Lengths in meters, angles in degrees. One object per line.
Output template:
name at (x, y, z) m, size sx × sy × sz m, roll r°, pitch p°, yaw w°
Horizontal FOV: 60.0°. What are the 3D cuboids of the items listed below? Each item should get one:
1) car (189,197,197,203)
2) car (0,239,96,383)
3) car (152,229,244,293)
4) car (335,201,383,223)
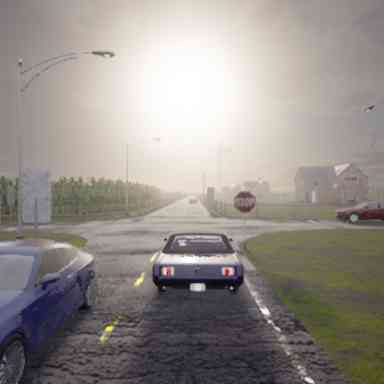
car at (0.268, 1.914, 78.684) m, size 2.128 × 1.511 × 4.902 m, roll 0°, pitch 0°, yaw 0°
car at (-2.861, 1.547, 5.184) m, size 1.812 × 1.442 × 4.674 m, roll 0°, pitch 0°, yaw 0°
car at (0.168, 1.638, 8.928) m, size 1.895 × 1.301 × 4.718 m, roll 0°, pitch 0°, yaw 1°
car at (13.288, 1.459, 24.819) m, size 5.008 × 1.535 × 1.882 m, roll -1°, pitch 0°, yaw 1°
